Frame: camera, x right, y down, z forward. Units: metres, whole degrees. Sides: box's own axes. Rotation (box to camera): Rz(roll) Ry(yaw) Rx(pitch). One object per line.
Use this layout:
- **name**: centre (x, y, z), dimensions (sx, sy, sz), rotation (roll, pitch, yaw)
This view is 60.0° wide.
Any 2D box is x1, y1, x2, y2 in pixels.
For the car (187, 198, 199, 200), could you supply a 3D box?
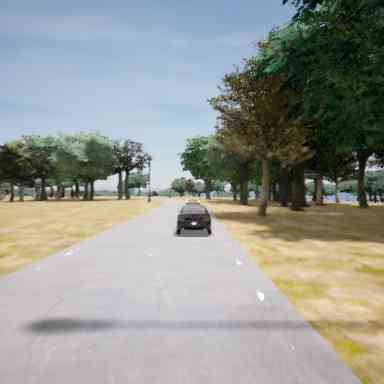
- **car**: centre (0.107, 1.465, 38.657), dimensions (1.882, 1.535, 5.008), rotation (0, 0, 0)

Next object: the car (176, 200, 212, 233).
- **car**: centre (0.104, 1.474, 19.559), dimensions (1.882, 1.535, 5.008), rotation (0, 0, 0)
